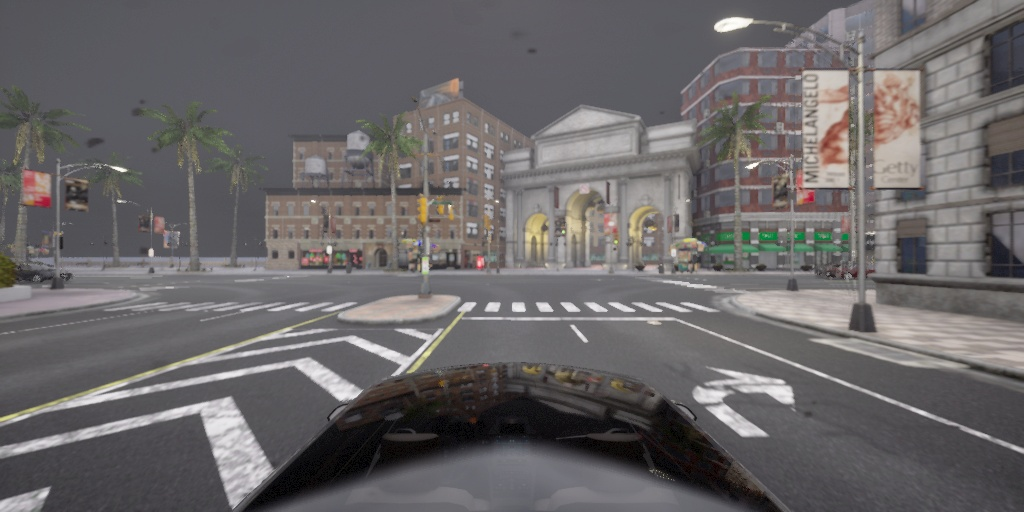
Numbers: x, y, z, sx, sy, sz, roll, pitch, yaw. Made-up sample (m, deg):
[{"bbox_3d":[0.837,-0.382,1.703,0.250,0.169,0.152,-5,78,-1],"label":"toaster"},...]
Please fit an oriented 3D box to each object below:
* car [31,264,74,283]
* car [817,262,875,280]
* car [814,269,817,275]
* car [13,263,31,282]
[{"bbox_3d":[-38.031,1.341,28.531,4.892,1.490,1.837,0,0,1],"label":"car"},{"bbox_3d":[30.415,1.325,31.622,5.008,1.535,1.882,0,0,1],"label":"car"},{"bbox_3d":[32.483,1.363,35.080,4.892,1.490,1.837,0,0,1],"label":"car"},{"bbox_3d":[-37.609,1.316,25.027,4.902,1.511,2.128,0,0,1],"label":"car"}]
